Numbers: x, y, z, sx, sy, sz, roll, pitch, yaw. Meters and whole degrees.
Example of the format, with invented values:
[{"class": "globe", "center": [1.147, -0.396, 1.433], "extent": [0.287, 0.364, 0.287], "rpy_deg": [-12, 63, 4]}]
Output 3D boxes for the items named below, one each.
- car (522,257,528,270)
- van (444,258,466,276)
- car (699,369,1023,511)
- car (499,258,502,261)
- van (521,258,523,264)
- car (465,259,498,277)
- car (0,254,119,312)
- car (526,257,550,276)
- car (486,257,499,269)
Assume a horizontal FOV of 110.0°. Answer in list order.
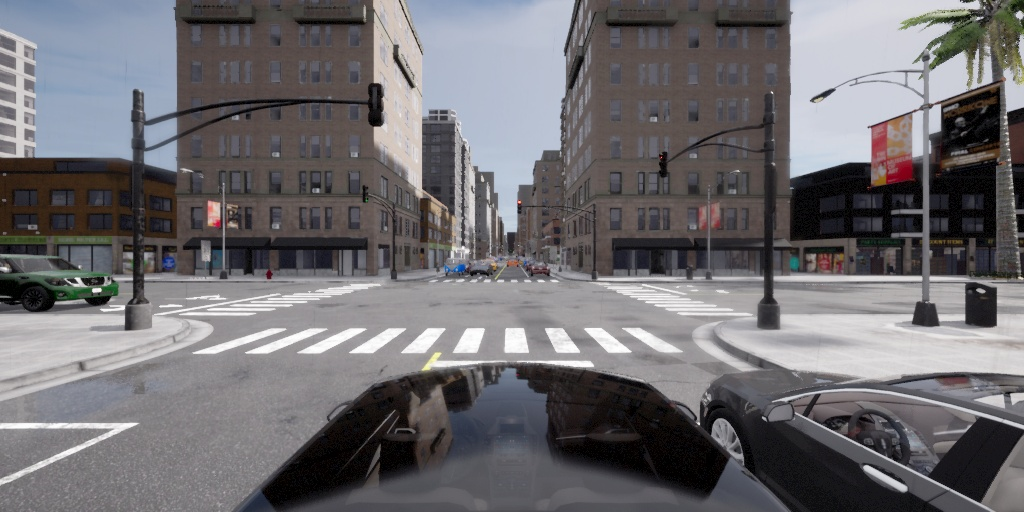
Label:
[{"class": "car", "center": [2.769, 1.193, 47.766], "extent": [1.967, 1.591, 4.097], "rpy_deg": [0, 0, 0]}, {"class": "van", "center": [-5.784, 1.093, 36.446], "extent": [1.690, 1.789, 3.998], "rpy_deg": [0, 0, 0]}, {"class": "car", "center": [2.668, 1.300, 1.778], "extent": [2.007, 1.370, 4.403], "rpy_deg": [0, 0, 0]}, {"class": "car", "center": [-2.970, 1.354, 56.475], "extent": [1.895, 1.301, 4.718], "rpy_deg": [0, 0, 0]}, {"class": "van", "center": [2.796, 1.093, 59.105], "extent": [1.690, 1.789, 3.998], "rpy_deg": [0, 0, 0]}, {"class": "car", "center": [-2.999, 1.299, 36.636], "extent": [2.033, 1.411, 5.357], "rpy_deg": [0, 0, 4]}, {"class": "car", "center": [-18.522, 0.949, 13.593], "extent": [5.566, 2.045, 2.150], "rpy_deg": [0, 0, 0]}, {"class": "car", "center": [2.742, 1.192, 36.428], "extent": [1.967, 1.591, 4.097], "rpy_deg": [0, 0, 0]}, {"class": "car", "center": [-3.003, 1.231, 46.337], "extent": [1.882, 1.535, 5.008], "rpy_deg": [0, 0, 0]}]
